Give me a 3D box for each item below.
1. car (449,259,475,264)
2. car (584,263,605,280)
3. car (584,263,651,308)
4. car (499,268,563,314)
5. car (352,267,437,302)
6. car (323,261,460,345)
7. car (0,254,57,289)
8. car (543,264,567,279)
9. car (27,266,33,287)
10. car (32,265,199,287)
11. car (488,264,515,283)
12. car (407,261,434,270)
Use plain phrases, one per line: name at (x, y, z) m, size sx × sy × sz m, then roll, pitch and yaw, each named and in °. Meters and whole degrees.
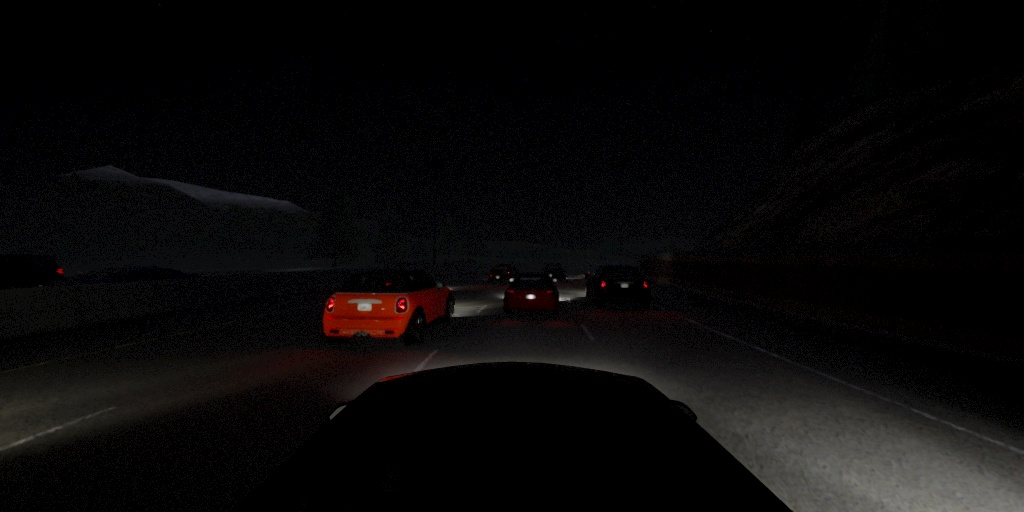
car at (-7.334, 1.258, 55.616) m, size 2.097 × 1.767 × 4.553 m, roll 0°, pitch 0°, yaw 21°
car at (7.937, 1.412, 34.134) m, size 1.812 × 1.442 × 4.674 m, roll 0°, pitch 0°, yaw 14°
car at (4.523, 1.165, 15.811) m, size 2.097 × 1.767 × 4.553 m, roll 0°, pitch 0°, yaw 6°
car at (0.829, 1.358, 14.106) m, size 1.994 × 1.385 × 4.181 m, roll 0°, pitch 0°, yaw 6°
car at (-5.766, 1.334, 18.503) m, size 2.033 × 1.411 × 5.357 m, roll 0°, pitch 0°, yaw 7°
car at (-3.025, 1.119, 9.792) m, size 2.097 × 1.767 × 4.553 m, roll 0°, pitch 0°, yaw 3°
car at (-23.829, 0.936, 15.745) m, size 2.150 × 2.045 × 5.566 m, roll 0°, pitch 0°, yaw 5°
car at (3.639, 1.388, 31.286) m, size 1.812 × 1.442 × 4.674 m, roll 0°, pitch 0°, yaw 13°
car at (-20.054, 1.284, 18.414) m, size 2.033 × 1.411 × 5.357 m, roll 0°, pitch 0°, yaw 7°
car at (-16.764, 1.217, 15.893) m, size 1.882 × 1.535 × 5.008 m, roll 0°, pitch 0°, yaw 6°
car at (-0.589, 1.363, 28.262) m, size 1.812 × 1.442 × 4.674 m, roll 0°, pitch 0°, yaw 11°
car at (-14.425, 1.448, 56.654) m, size 1.994 × 1.385 × 4.181 m, roll 0°, pitch 0°, yaw 21°
